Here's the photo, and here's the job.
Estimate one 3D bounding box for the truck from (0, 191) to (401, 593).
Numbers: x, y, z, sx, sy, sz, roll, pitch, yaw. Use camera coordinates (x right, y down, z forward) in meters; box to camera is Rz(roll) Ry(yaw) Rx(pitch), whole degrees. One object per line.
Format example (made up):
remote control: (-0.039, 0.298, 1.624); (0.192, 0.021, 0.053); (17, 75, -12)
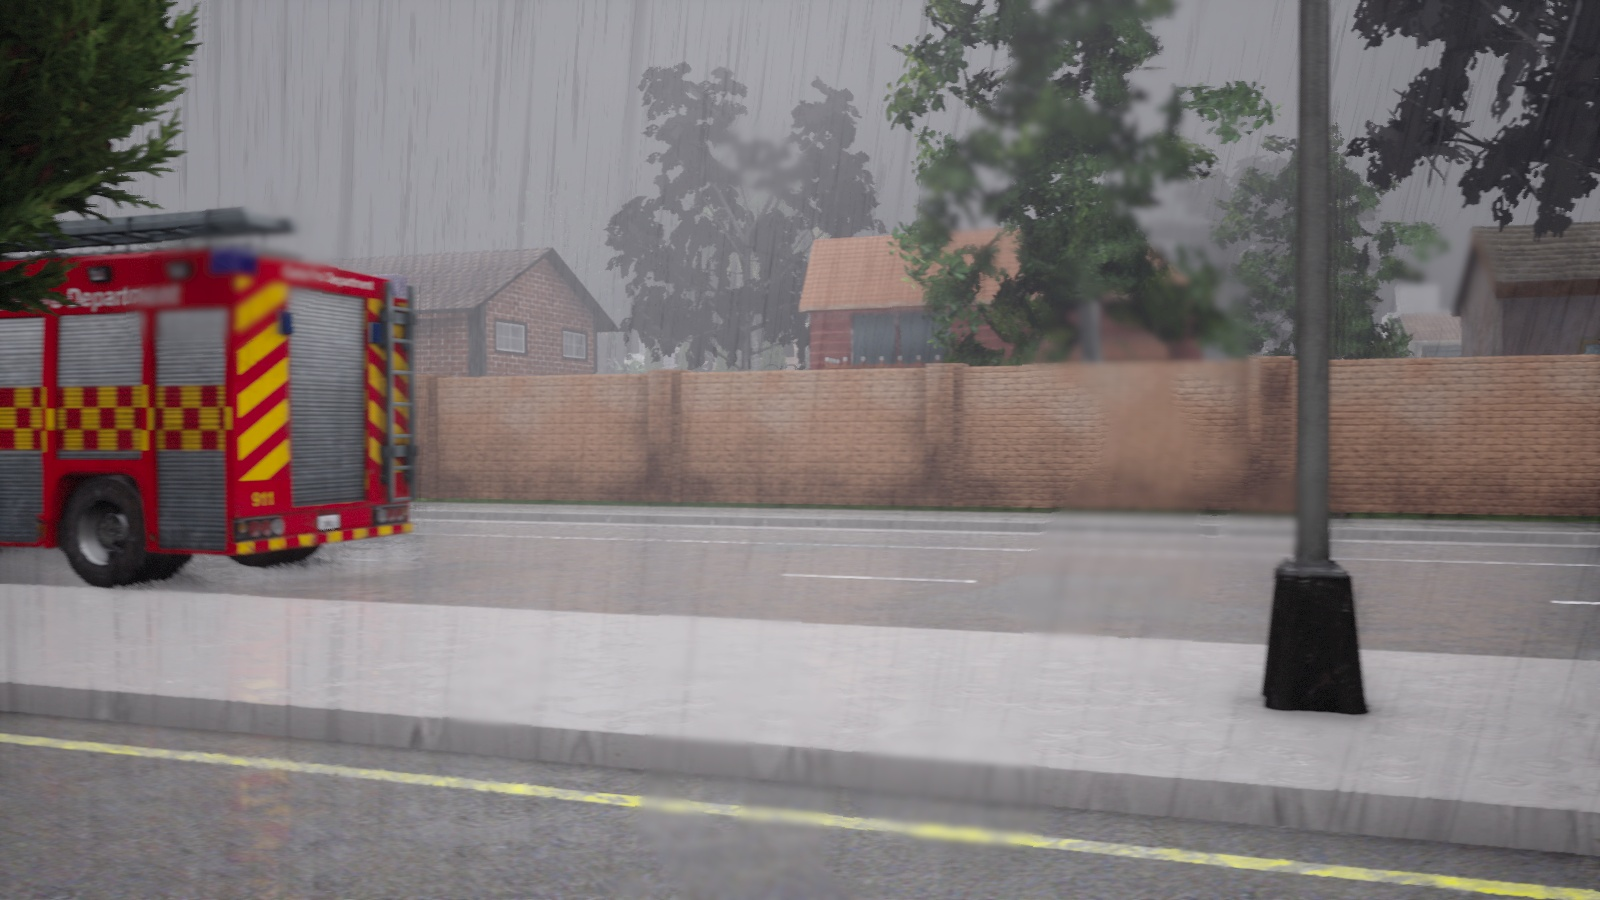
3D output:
truck: (-9.151, -0.608, 14.694); (8.468, 3.827, 2.891); (1, 1, 19)
